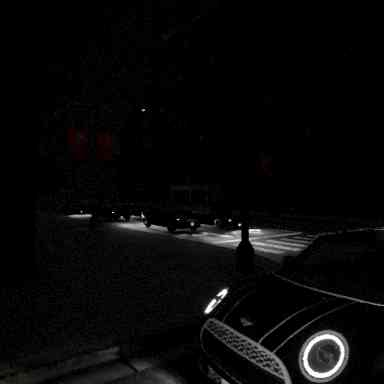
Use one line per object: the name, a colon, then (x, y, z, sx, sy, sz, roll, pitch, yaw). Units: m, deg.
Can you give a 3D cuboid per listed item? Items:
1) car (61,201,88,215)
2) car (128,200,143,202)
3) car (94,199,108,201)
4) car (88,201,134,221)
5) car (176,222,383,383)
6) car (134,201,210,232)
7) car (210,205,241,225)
car: (-13.038, 1.681, 36.832, 2.033, 1.411, 5.357, 0, 0, -35)
car: (-4.465, 1.701, 30.455, 1.895, 1.301, 4.718, 0, 0, -36)
car: (-10.537, 1.632, 38.921, 2.128, 1.511, 4.902, 0, 0, -36)
car: (-6.857, 1.693, 28.221, 1.895, 1.301, 4.718, 0, 0, -36)
car: (2.327, 1.350, 4.372, 4.553, 1.767, 2.097, 0, 0, -30)
car: (-1.410, 1.548, 20.646, 2.128, 1.511, 4.902, 0, 0, -36)
car: (1.430, 1.609, 22.323, 2.033, 1.411, 5.357, 0, 0, -33)
